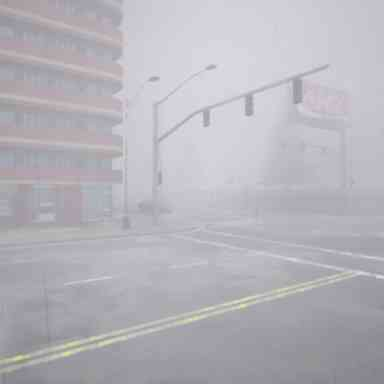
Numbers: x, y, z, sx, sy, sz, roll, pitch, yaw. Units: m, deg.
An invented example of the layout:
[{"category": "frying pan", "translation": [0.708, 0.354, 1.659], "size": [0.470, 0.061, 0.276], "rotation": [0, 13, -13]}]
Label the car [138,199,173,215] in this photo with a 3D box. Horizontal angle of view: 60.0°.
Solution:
[{"category": "car", "translation": [-3.778, 1.498, 33.482], "size": [1.837, 1.490, 4.892], "rotation": [0, 0, -36]}]
